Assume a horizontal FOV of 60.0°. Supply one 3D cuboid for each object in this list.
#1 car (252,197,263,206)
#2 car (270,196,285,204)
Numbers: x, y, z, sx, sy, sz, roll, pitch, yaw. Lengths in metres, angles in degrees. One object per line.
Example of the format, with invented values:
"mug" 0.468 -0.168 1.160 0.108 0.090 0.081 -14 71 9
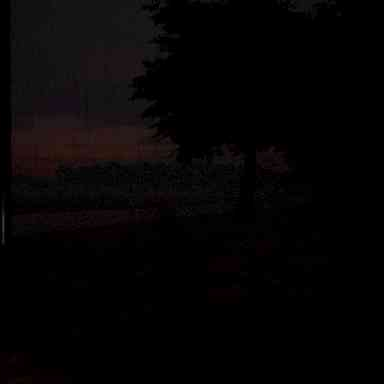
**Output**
"car" 9.900 1.510 53.470 1.812 1.442 4.674 3 2 31
"car" 16.824 1.561 65.402 2.033 1.411 5.357 3 1 29
